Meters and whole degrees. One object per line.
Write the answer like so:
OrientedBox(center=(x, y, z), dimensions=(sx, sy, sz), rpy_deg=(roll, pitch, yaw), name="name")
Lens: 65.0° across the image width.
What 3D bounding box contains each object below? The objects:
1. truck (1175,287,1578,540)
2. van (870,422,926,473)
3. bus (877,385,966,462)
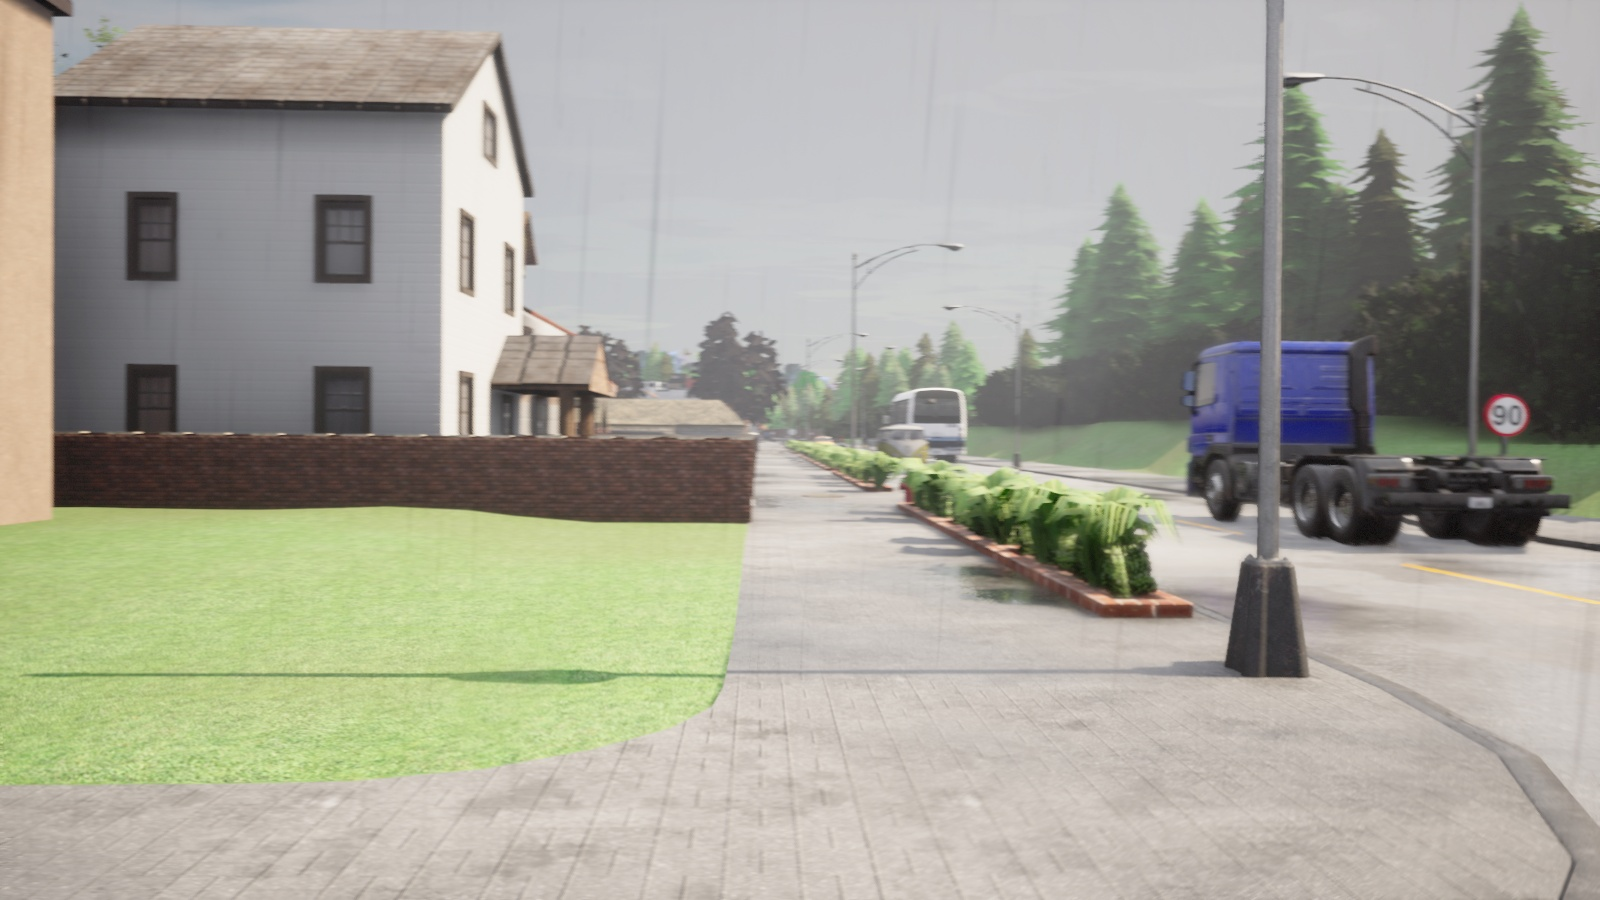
OrientedBox(center=(9.161, -0.549, 21.312), dimensions=(2.891, 3.462, 7.936), rpy_deg=(-1, 1, -2), name="truck")
OrientedBox(center=(3.996, -0.111, 51.945), dimensions=(1.775, 1.987, 4.442), rpy_deg=(-1, 1, -2), name="van")
OrientedBox(center=(7.093, -1.555, 75.275), dimensions=(3.944, 4.253, 10.273), rpy_deg=(-1, 1, -2), name="bus")
